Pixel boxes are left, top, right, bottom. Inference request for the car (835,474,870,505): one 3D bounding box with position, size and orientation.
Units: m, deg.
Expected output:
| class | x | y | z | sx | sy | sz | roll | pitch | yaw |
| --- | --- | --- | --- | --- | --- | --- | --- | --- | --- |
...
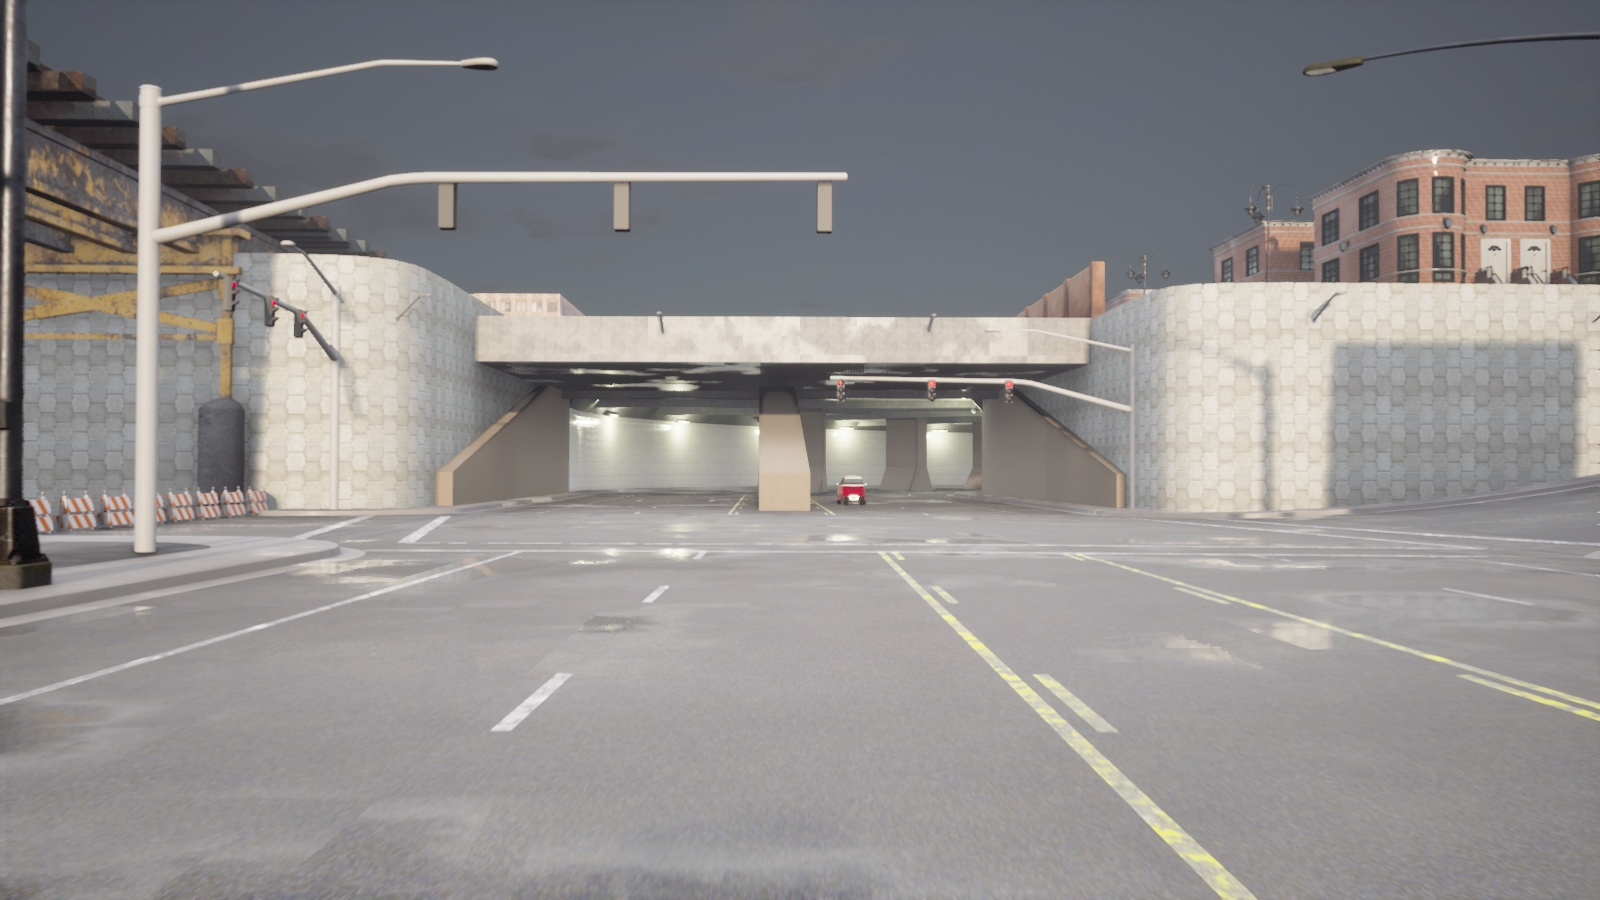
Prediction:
| class | x | y | z | sx | sy | sz | roll | pitch | yaw |
| --- | --- | --- | --- | --- | --- | --- | --- | --- | --- |
| car | 2.471 | 1.849 | 59.269 | 1.481 | 1.376 | 2.207 | 0 | -1 | -2 |
